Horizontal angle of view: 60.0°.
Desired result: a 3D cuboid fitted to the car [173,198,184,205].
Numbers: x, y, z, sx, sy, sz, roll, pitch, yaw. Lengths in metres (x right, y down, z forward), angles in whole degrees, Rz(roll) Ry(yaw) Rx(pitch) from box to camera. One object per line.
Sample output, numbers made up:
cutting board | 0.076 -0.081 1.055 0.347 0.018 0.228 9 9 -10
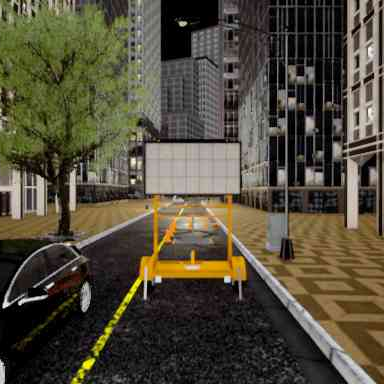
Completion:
car | -2.577 1.811 64.700 1.895 1.301 4.718 0 0 0

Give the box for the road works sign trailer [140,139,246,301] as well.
road works sign trailer | 0.021 0.481 8.358 2.380 3.560 2.880 0 0 0

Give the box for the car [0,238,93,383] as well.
car | -2.840 1.514 4.685 1.837 1.490 4.892 0 0 0
